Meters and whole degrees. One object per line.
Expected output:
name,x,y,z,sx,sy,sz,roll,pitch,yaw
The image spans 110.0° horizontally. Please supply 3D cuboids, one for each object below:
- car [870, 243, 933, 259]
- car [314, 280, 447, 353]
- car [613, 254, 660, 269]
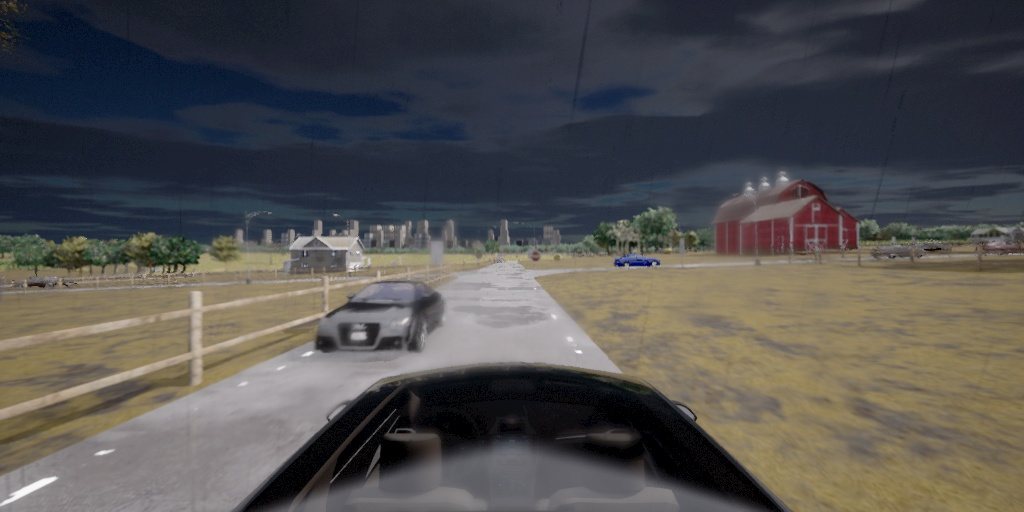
car,42.822,-0.483,39.876,4.902,1.511,2.128,-2,0,0
car,-2.845,1.296,8.653,1.994,1.385,4.181,0,0,0
car,13.873,0.557,39.889,5.008,1.535,1.882,-2,0,0
